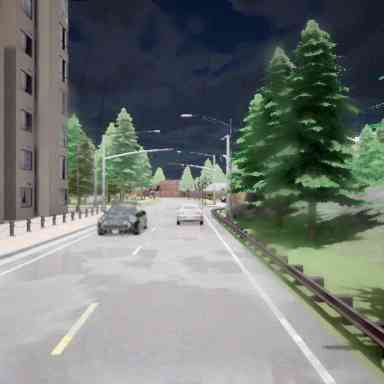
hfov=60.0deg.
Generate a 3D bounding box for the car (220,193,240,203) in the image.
[{"bbox_3d":[7.679,1.186,67.988,3.866,1.878,1.905,0,0,-1],"label":"car"}]

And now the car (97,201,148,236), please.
[{"bbox_3d":[-3.760,1.362,18.546,2.097,1.767,4.553,0,0,0],"label":"car"}]

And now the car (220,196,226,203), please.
[{"bbox_3d":[8.122,1.183,65.483,4.605,1.855,1.932,0,0,-1],"label":"car"}]

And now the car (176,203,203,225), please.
[{"bbox_3d":[-0.158,1.540,24.246,1.812,1.442,4.674,0,0,-1],"label":"car"}]
